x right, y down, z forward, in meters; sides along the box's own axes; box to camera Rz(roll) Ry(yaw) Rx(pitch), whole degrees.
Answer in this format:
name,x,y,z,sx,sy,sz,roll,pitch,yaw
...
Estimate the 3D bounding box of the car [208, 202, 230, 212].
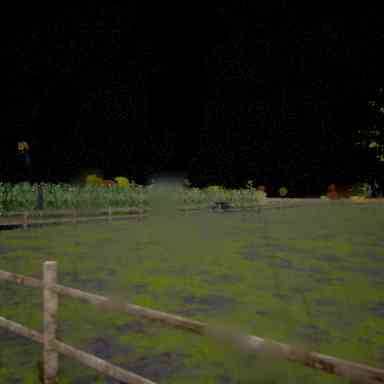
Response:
name,x,y,z,sx,sy,sz,roll,pitch,yaw
car,4.397,2.405,54.360,1.837,1.490,4.892,-2,-2,36
